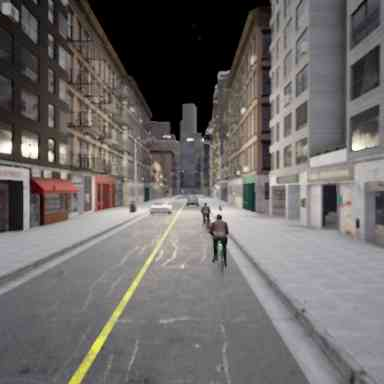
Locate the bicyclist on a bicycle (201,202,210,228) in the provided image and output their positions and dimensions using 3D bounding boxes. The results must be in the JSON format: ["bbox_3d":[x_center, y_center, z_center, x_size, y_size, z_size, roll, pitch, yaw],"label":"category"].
[{"bbox_3d":[0.760,1.397,18.080,0.582,1.620,1.656,0,0,0],"label":"bicyclist on a bicycle"}]

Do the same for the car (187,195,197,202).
[{"bbox_3d":[0.020,1.351,74.175,2.128,1.511,4.902,0,0,0],"label":"car"}]

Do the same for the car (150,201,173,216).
[{"bbox_3d":[-2.839,1.509,31.617,1.895,1.301,4.718,0,0,0],"label":"car"}]

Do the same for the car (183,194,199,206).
[{"bbox_3d":[0.100,1.410,51.850,2.033,1.411,5.357,0,0,0],"label":"car"}]

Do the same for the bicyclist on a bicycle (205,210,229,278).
[{"bbox_3d":[0.758,1.423,9.084,0.582,1.620,1.656,0,0,0],"label":"bicyclist on a bicycle"}]
